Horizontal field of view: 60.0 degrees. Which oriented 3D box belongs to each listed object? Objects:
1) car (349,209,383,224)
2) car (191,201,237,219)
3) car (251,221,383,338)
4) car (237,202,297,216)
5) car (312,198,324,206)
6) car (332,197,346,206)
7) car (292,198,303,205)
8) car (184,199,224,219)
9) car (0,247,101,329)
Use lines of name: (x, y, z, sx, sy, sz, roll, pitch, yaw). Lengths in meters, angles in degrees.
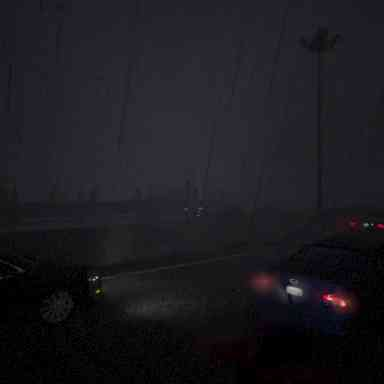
car: (9.959, 1.625, 17.608, 2.033, 1.411, 5.357, 0, 0, 43)
car: (2.360, 1.623, 25.168, 1.812, 1.442, 4.674, 0, 0, 42)
car: (3.495, 1.577, 6.721, 5.357, 1.411, 2.033, 0, 0, -40)
car: (5.314, 1.657, 23.263, 1.994, 1.385, 4.181, 0, 0, 42)
car: (22.879, 1.775, 60.346, 1.812, 1.442, 4.674, 0, 0, 18)
car: (26.315, 1.752, 59.602, 1.837, 1.490, 4.892, 0, 0, 18)
car: (20.921, 1.861, 66.157, 1.895, 1.301, 4.718, 0, 0, 14)
car: (1.336, 1.463, 29.279, 2.097, 1.767, 4.553, 0, 0, 41)
car: (-3.963, 1.522, 5.389, 4.892, 1.490, 1.837, 0, 0, -35)
